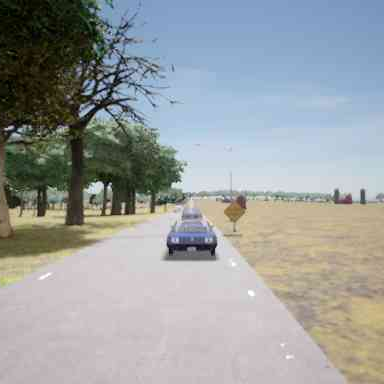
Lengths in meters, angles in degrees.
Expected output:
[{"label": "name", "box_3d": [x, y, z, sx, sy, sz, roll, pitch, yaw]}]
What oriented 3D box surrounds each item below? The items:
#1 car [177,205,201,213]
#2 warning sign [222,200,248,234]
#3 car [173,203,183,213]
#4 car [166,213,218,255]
[{"label": "car", "box_3d": [-0.004, 2.112, 29.009, 2.033, 1.411, 5.357, 0, -2, 0]}, {"label": "warning sign", "box_3d": [2.443, 1.414, 19.058, 1.300, 1.860, 1.060, 0, -2, 0]}, {"label": "car", "box_3d": [-2.761, 3.432, 70.962, 2.150, 2.045, 5.566, 0, -3, 0]}, {"label": "car", "box_3d": [-0.001, 1.798, 14.123, 1.895, 1.301, 4.718, 0, -1, 0]}]
